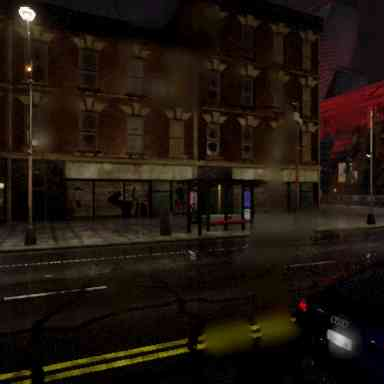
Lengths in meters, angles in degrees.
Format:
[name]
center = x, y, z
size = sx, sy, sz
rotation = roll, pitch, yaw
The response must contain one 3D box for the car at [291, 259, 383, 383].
[car]
center = 3.422, 1.567, 4.408
size = 4.181, 1.385, 1.994
rotation = 0, 0, -24
